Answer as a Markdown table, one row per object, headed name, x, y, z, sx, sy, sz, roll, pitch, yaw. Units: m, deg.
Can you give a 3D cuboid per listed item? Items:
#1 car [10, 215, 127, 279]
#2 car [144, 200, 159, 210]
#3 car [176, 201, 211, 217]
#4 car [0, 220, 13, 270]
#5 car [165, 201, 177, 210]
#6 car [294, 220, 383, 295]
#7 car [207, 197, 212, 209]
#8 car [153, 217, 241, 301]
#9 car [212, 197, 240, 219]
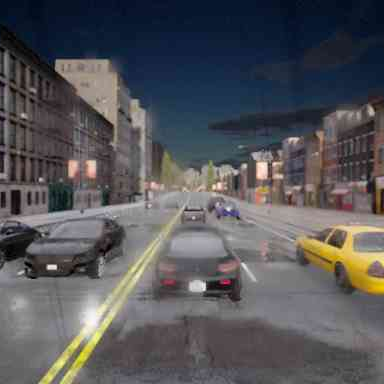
| name | x | y | z | sx | sy | sz | roll | pitch | yaw |
| --- | --- | --- | --- | --- | --- | --- | --- | --- | --- |
| car | -3.340 | 1.539 | 10.451 | 1.882 | 1.535 | 5.008 | 0 | 0 | 0 |
| car | -6.495 | 2.069 | 53.797 | 2.128 | 1.511 | 4.902 | 0 | -1 | 1 |
| car | 0.126 | 1.701 | 26.295 | 2.128 | 1.511 | 4.902 | 0 | -1 | 0 |
| car | -6.589 | 1.626 | 10.904 | 1.994 | 1.385 | 4.181 | 0 | 0 | 0 |
| car | -3.245 | 2.145 | 53.845 | 1.994 | 1.385 | 4.181 | 0 | -1 | 1 |
| car | 4.232 | 1.513 | 8.841 | 1.801 | 1.575 | 5.366 | 0 | 0 | 0 |
| car | 3.306 | 1.687 | 45.266 | 2.150 | 2.045 | 5.566 | 0 | -1 | 0 |
| car | 0.104 | 1.575 | 8.359 | 1.812 | 1.442 | 4.674 | 0 | 0 | 0 |
| car | 3.330 | 1.634 | 32.218 | 2.097 | 1.767 | 4.553 | 0 | -1 | 1 |
